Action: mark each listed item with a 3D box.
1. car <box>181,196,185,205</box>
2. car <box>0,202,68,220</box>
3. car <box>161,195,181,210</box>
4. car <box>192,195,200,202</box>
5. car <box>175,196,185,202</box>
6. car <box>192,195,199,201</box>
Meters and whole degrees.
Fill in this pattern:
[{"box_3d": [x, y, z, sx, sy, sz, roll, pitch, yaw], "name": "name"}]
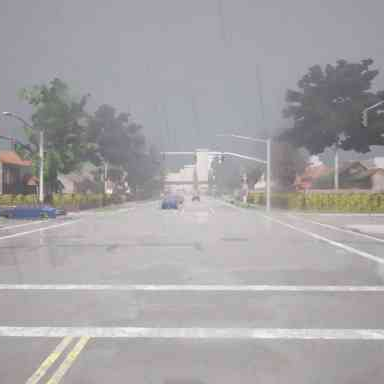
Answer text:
[{"box_3d": [-2.748, 1.352, 59.014, 2.097, 1.767, 4.553, 0, 0, 1], "name": "car"}, {"box_3d": [-13.006, 1.547, 27.223, 5.357, 1.411, 2.033, 0, 0, 5], "name": "car"}, {"box_3d": [-2.871, 1.478, 43.267, 1.882, 1.535, 5.008, 0, 0, 0], "name": "car"}, {"box_3d": [0.964, 1.500, 79.081, 1.837, 1.490, 4.892, 0, 0, 0], "name": "car"}, {"box_3d": [-2.568, 1.540, 74.383, 2.033, 1.411, 5.357, 0, 0, 0], "name": "car"}, {"box_3d": [1.032, 1.514, 89.479, 1.812, 1.442, 4.674, 0, 0, 0], "name": "car"}]
